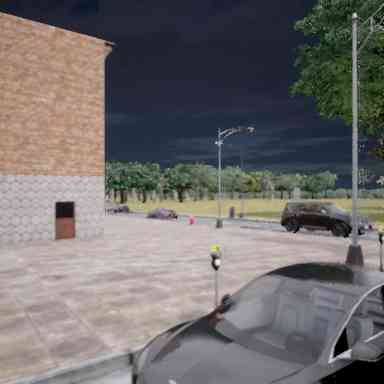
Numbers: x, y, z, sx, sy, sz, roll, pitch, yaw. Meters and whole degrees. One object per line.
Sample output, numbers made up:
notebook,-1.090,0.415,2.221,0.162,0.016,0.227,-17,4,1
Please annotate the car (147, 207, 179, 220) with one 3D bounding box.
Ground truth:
car,-3.255,2.372,36.778,1.994,1.385,4.181,0,-1,-35

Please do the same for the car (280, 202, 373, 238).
car,8.133,1.642,20.765,2.150,2.045,5.566,0,-1,-35

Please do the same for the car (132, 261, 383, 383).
car,1.449,1.600,3.852,4.313,1.339,1.947,1,-1,-35

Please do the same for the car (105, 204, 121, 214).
car,-12.973,2.503,50.596,1.994,1.385,4.181,0,-1,-35

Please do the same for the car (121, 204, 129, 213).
car,-11.785,2.682,53.842,1.837,1.490,4.892,0,-1,-35
